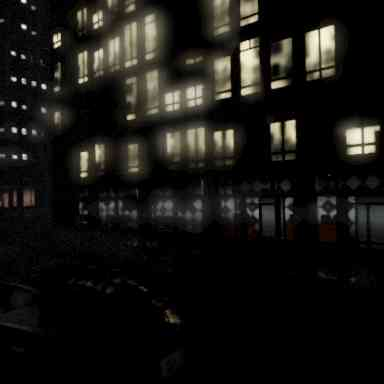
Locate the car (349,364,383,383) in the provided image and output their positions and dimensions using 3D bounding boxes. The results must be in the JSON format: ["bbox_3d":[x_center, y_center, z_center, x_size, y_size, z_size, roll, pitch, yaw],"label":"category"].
[{"bbox_3d":[2.539,1.426,1.181,4.097,1.590,1.967,-1,-1,36],"label":"car"}]

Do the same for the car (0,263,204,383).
[{"bbox_3d":[-1.868,1.602,4.221,4.313,1.339,1.947,-1,-1,36],"label":"car"}]
